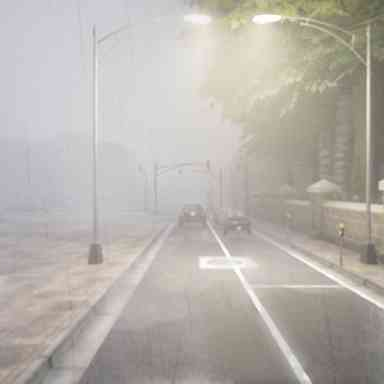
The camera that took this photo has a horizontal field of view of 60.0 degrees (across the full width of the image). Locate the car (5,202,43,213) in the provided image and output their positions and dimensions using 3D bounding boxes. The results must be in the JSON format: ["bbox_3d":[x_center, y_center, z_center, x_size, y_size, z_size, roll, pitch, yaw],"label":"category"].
[{"bbox_3d":[-20.864,1.972,41.435,4.181,1.385,1.994,1,0,0],"label":"car"}]

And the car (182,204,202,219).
[{"bbox_3d":[0.009,2.030,35.781,2.033,1.411,5.357,0,-1,0],"label":"car"}]

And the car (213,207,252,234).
[{"bbox_3d":[2.623,1.817,20.809,2.008,1.369,4.403,-1,-1,0],"label":"car"}]

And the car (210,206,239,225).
[{"bbox_3d":[2.650,1.915,27.944,2.008,1.369,4.403,-1,-1,0],"label":"car"}]

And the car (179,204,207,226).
[{"bbox_3d":[0.065,1.694,26.350,2.097,1.767,4.553,0,-1,0],"label":"car"}]
